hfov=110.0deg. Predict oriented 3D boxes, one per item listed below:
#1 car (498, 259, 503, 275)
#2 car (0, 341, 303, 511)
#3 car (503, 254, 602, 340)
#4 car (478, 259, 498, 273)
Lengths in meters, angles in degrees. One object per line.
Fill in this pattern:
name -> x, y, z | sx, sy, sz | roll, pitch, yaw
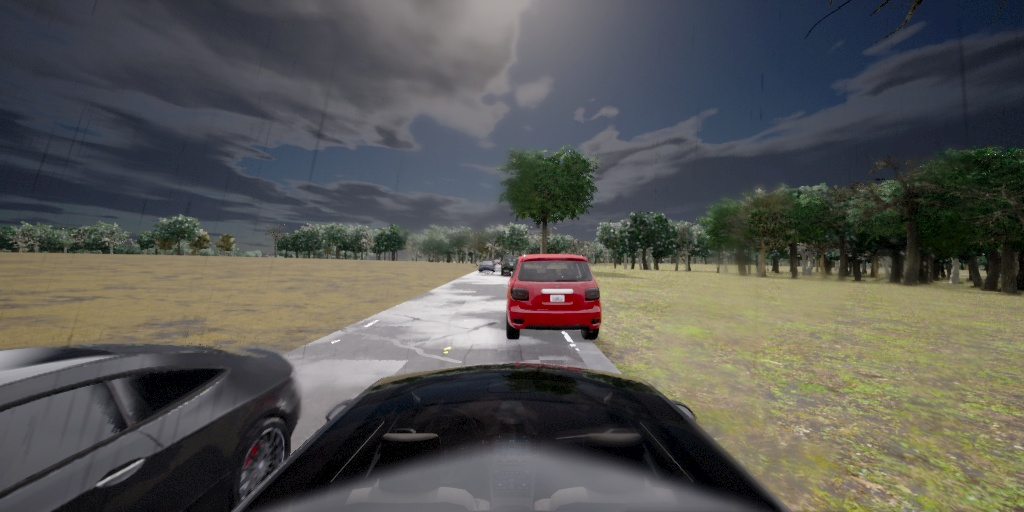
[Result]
car -> -0.014, 0.943, 37.743 | 2.150, 2.045, 5.566 | 0, 0, 0
car -> -2.849, 1.276, 1.549 | 1.812, 1.442, 4.674 | 0, 0, 0
car -> 0.938, 0.973, 10.142 | 2.150, 2.045, 5.566 | 0, 0, 0
car -> -2.945, 1.276, 42.929 | 2.033, 1.411, 5.357 | 0, 0, 0
